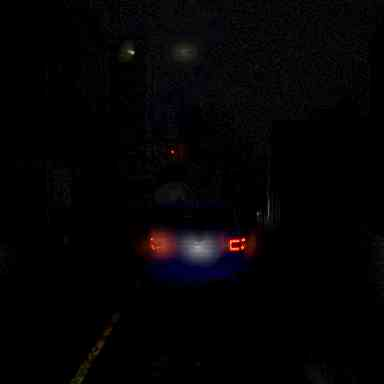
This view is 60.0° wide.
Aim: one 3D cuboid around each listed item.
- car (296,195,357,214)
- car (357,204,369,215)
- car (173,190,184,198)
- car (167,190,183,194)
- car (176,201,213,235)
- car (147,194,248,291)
[{"bbox_3d":[12.820,1.183,32.409,5.009,1.841,2.192,1,0,0],"label":"car"},{"bbox_3d":[18.218,1.527,32.402,4.206,1.307,1.802,1,0,0],"label":"car"},{"bbox_3d":[-2.578,0.353,64.872,1.895,1.301,4.718,0,2,1],"label":"car"},{"bbox_3d":[-2.712,0.834,45.161,2.128,1.511,4.902,0,2,-1],"label":"car"},{"bbox_3d":[0.119,1.390,19.125,1.837,1.490,4.892,0,1,-1],"label":"car"},{"bbox_3d":[0.111,1.196,9.099,2.150,2.045,5.566,0,0,0],"label":"car"}]
